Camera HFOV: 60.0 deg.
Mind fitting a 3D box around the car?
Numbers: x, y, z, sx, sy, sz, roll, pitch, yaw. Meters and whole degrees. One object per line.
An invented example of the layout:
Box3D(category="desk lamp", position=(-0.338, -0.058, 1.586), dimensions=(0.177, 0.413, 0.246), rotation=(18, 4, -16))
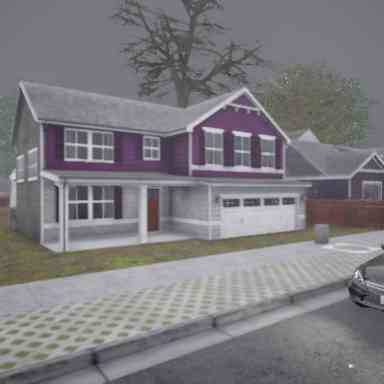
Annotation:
Box3D(category="car", position=(5.078, 1.491, 6.671), dimensions=(4.674, 1.442, 1.812), rotation=(0, 0, -35))
